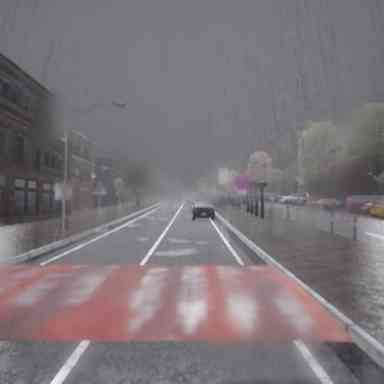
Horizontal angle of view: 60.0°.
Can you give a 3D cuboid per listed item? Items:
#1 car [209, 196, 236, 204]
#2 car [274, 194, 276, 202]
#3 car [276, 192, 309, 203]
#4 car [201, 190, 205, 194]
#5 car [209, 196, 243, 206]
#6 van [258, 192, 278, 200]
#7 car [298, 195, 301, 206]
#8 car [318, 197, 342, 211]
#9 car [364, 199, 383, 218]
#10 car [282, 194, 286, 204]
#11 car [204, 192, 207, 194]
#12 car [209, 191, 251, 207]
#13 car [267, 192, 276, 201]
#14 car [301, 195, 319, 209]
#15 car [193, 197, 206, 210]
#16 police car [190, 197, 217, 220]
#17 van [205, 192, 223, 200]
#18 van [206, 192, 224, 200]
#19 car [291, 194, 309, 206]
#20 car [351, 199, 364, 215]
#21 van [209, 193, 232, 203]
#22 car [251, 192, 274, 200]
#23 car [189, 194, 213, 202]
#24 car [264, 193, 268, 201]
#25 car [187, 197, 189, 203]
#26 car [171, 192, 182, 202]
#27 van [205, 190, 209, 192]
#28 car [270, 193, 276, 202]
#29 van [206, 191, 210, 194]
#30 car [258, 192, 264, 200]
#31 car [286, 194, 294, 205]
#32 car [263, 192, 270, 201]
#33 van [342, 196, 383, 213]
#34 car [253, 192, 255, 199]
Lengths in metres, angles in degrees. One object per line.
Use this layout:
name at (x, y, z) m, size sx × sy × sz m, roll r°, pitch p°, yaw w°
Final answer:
car at (5.727, 1.459, 62.655) m, size 5.008 × 1.535 × 2.097 m, roll 0°, pitch 0°, yaw 0°
car at (18.805, 1.457, 63.428) m, size 4.892 × 1.521 × 2.231 m, roll 0°, pitch 0°, yaw 0°
car at (18.786, 1.221, 60.652) m, size 5.566 × 2.045 × 2.435 m, roll 0°, pitch 0°, yaw 0°
car at (5.681, 1.014, 82.282) m, size 5.566 × 2.045 × 2.435 m, roll 0°, pitch 1°, yaw 0°
car at (5.557, 1.507, 54.245) m, size 5.366 × 1.575 × 1.946 m, roll 0°, pitch 0°, yaw 0°
van at (18.905, 1.033, 82.863) m, size 4.442 × 1.987 × 1.878 m, roll 0°, pitch 1°, yaw 0°
car at (18.856, 1.569, 49.552) m, size 4.792 × 1.488 × 2.163 m, roll 0°, pitch 0°, yaw 0°
car at (18.808, 1.620, 41.225) m, size 4.792 × 1.488 × 2.163 m, roll 0°, pitch 0°, yaw 0°
car at (18.845, 1.658, 30.122) m, size 5.008 × 1.535 × 2.097 m, roll 0°, pitch 0°, yaw 0°
car at (18.823, 1.489, 57.878) m, size 5.008 × 1.535 × 2.097 m, roll 0°, pitch 0°, yaw 0°
car at (5.722, 1.338, 76.677) m, size 4.892 × 1.521 × 2.231 m, roll 0°, pitch 1°, yaw 0°
car at (5.717, 1.276, 51.440) m, size 5.566 × 2.045 × 2.435 m, roll 0°, pitch 0°, yaw 0°
car at (18.989, 1.412, 68.983) m, size 5.366 × 1.575 × 1.946 m, roll 0°, pitch 0°, yaw 0°
car at (18.645, 1.554, 46.776) m, size 5.366 × 1.575 × 1.946 m, roll 0°, pitch 0°, yaw 0°
car at (0.984, 1.531, 45.927) m, size 1.801 × 1.575 × 5.366 m, roll 0°, pitch 0°, yaw 0°
police car at (0.981, 1.582, 29.829) m, size 1.930 × 1.638 × 5.238 m, roll 0°, pitch 0°, yaw 0°
van at (5.819, 0.962, 87.889) m, size 4.442 × 1.987 × 1.878 m, roll 0°, pitch 1°, yaw 0°
van at (5.823, 1.001, 85.086) m, size 4.442 × 1.987 × 1.878 m, roll 0°, pitch 1°, yaw 0°
car at (18.830, 1.524, 52.327) m, size 4.892 × 1.521 × 2.231 m, roll 0°, pitch 0°, yaw 0°
car at (18.843, 1.681, 32.900) m, size 4.674 × 1.452 × 2.002 m, roll 0°, pitch 0°, yaw 0°
van at (5.842, 1.193, 68.262) m, size 4.442 × 1.987 × 1.878 m, roll 0°, pitch 0°, yaw 0°
car at (18.811, 0.930, 88.412) m, size 5.566 × 2.045 × 2.435 m, roll 0°, pitch 1°, yaw 0°
car at (0.982, 1.464, 39.698) m, size 2.097 × 1.767 × 4.553 m, roll 0°, pitch 0°, yaw 0°
car at (18.772, 1.423, 71.755) m, size 4.792 × 1.488 × 2.163 m, roll 0°, pitch 1°, yaw 0°
car at (0.013, 1.536, 64.972) m, size 1.895 × 1.301 × 4.718 m, roll 0°, pitch 0°, yaw 0°
car at (-3.236, 1.104, 70.972) m, size 2.150 × 2.045 × 5.566 m, roll 0°, pitch 1°, yaw 0°
van at (5.829, 1.078, 79.482) m, size 4.442 × 1.987 × 1.878 m, roll 0°, pitch 1°, yaw 0°
car at (18.802, 1.436, 66.206) m, size 5.008 × 1.535 × 2.097 m, roll 0°, pitch 0°, yaw 0°
van at (5.612, 1.215, 65.460) m, size 4.442 × 1.987 × 1.878 m, roll 0°, pitch 0°, yaw 0°
car at (18.766, 1.079, 77.310) m, size 5.566 × 2.045 × 2.435 m, roll 0°, pitch 1°, yaw 0°
car at (18.826, 1.506, 55.102) m, size 5.008 × 1.535 × 2.097 m, roll 0°, pitch 0°, yaw 0°
car at (18.827, 1.392, 74.538) m, size 4.792 × 1.488 × 2.163 m, roll 0°, pitch 1°, yaw 0°
van at (18.960, 1.398, 35.673) m, size 4.442 × 1.987 × 1.878 m, roll 0°, pitch 0°, yaw 0°
car at (18.971, 1.217, 85.640) m, size 5.366 × 1.575 × 1.946 m, roll 0°, pitch 1°, yaw 0°
